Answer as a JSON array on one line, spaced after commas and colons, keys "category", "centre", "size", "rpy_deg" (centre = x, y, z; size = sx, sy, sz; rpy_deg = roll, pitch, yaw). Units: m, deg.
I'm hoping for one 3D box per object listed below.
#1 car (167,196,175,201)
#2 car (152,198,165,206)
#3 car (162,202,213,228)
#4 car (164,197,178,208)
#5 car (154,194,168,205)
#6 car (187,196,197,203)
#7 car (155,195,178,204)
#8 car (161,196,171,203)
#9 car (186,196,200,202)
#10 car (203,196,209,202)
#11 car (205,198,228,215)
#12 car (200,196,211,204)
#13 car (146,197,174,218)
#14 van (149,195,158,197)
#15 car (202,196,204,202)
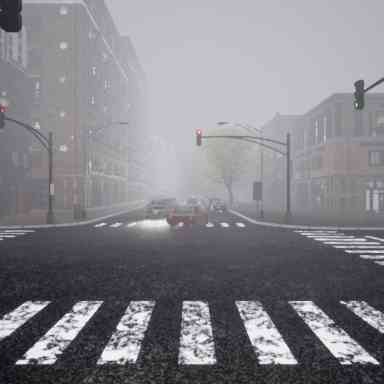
[{"category": "car", "centre": [-5.701, 1.687, 90.429], "size": [1.752, 1.417, 4.829], "rpy_deg": [0, 0, 0]}, {"category": "car", "centre": [-5.697, 1.651, 56.418], "size": [1.802, 1.307, 4.206], "rpy_deg": [0, 0, 0]}, {"category": "car", "centre": [-0.148, 1.613, 22.170], "size": [1.895, 1.301, 4.718], "rpy_deg": [0, 0, 14]}, {"category": "car", "centre": [-3.091, 1.583, 50.386], "size": [1.812, 1.442, 4.674], "rpy_deg": [0, 0, 0]}, {"category": "car", "centre": [-5.698, 1.397, 62.115], "size": [2.192, 1.841, 5.009], "rpy_deg": [0, 0, 0]}, {"category": "car", "centre": [-0.006, 1.556, 70.819], "size": [2.033, 1.411, 5.357], "rpy_deg": [0, 0, 0]}, {"category": "car", "centre": [-3.097, 1.518, 40.288], "size": [1.882, 1.535, 5.008], "rpy_deg": [0, 0, 0]}, {"category": "car", "centre": [-5.698, 1.663, 73.508], "size": [2.008, 1.369, 4.403], "rpy_deg": [0, 0, 0]}, {"category": "car", "centre": [-0.005, 1.643, 60.812], "size": [1.994, 1.385, 4.181], "rpy_deg": [0, 0, 0]}, {"category": "car", "centre": [2.686, 1.479, 39.327], "size": [1.967, 1.590, 4.097], "rpy_deg": [0, 0, 0]}, {"category": "car", "centre": [2.686, 1.580, 33.630], "size": [2.008, 1.369, 4.403], "rpy_deg": [0, 0, 0]}, {"category": "car", "centre": [2.683, 1.537, 67.811], "size": [1.967, 1.590, 4.097], "rpy_deg": [0, 0, 0]}, {"category": "car", "centre": [-3.104, 1.516, 30.840], "size": [2.128, 1.511, 4.902], "rpy_deg": [0, 0, 0]}, {"category": "van", "centre": [-5.697, 1.399, 50.721], "size": [1.690, 1.788, 3.998], "rpy_deg": [0, 0, 0]}, {"category": "car", "centre": [2.685, 1.488, 45.023], "size": [1.967, 1.590, 4.097], "rpy_deg": [0, 0, 0]}]
